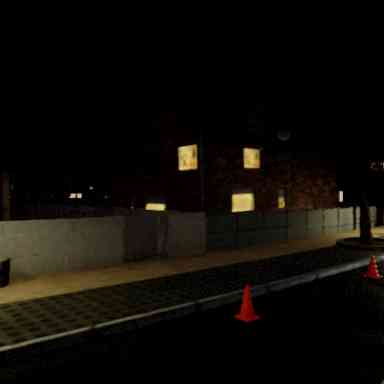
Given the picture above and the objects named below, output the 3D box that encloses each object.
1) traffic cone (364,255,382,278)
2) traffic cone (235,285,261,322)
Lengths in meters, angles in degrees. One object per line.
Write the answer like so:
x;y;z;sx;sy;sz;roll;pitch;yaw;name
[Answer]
4.919;2.005;9.060;0.340;0.580;0.340;0;0;-38;traffic cone
1.010;1.982;6.038;0.340;0.580;0.340;0;0;-37;traffic cone
